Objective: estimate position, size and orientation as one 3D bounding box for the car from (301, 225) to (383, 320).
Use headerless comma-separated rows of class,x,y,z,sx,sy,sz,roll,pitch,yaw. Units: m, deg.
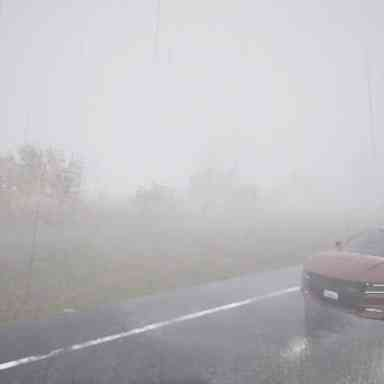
car,4.403,1.478,7.132,5.008,1.535,1.882,0,0,-35
